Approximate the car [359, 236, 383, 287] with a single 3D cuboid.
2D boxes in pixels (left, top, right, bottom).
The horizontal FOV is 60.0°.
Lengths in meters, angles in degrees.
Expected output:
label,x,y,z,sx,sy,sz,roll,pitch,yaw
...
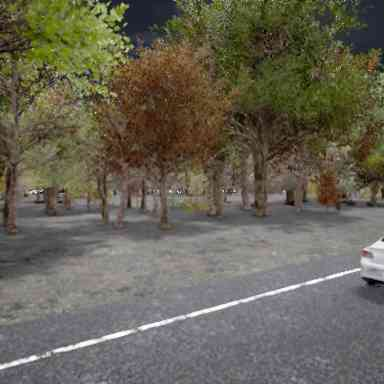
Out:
label,x,y,z,sx,sy,sz,roll,pitch,yaw
car,5.767,1.459,7.867,4.674,1.442,1.812,-1,0,-36
